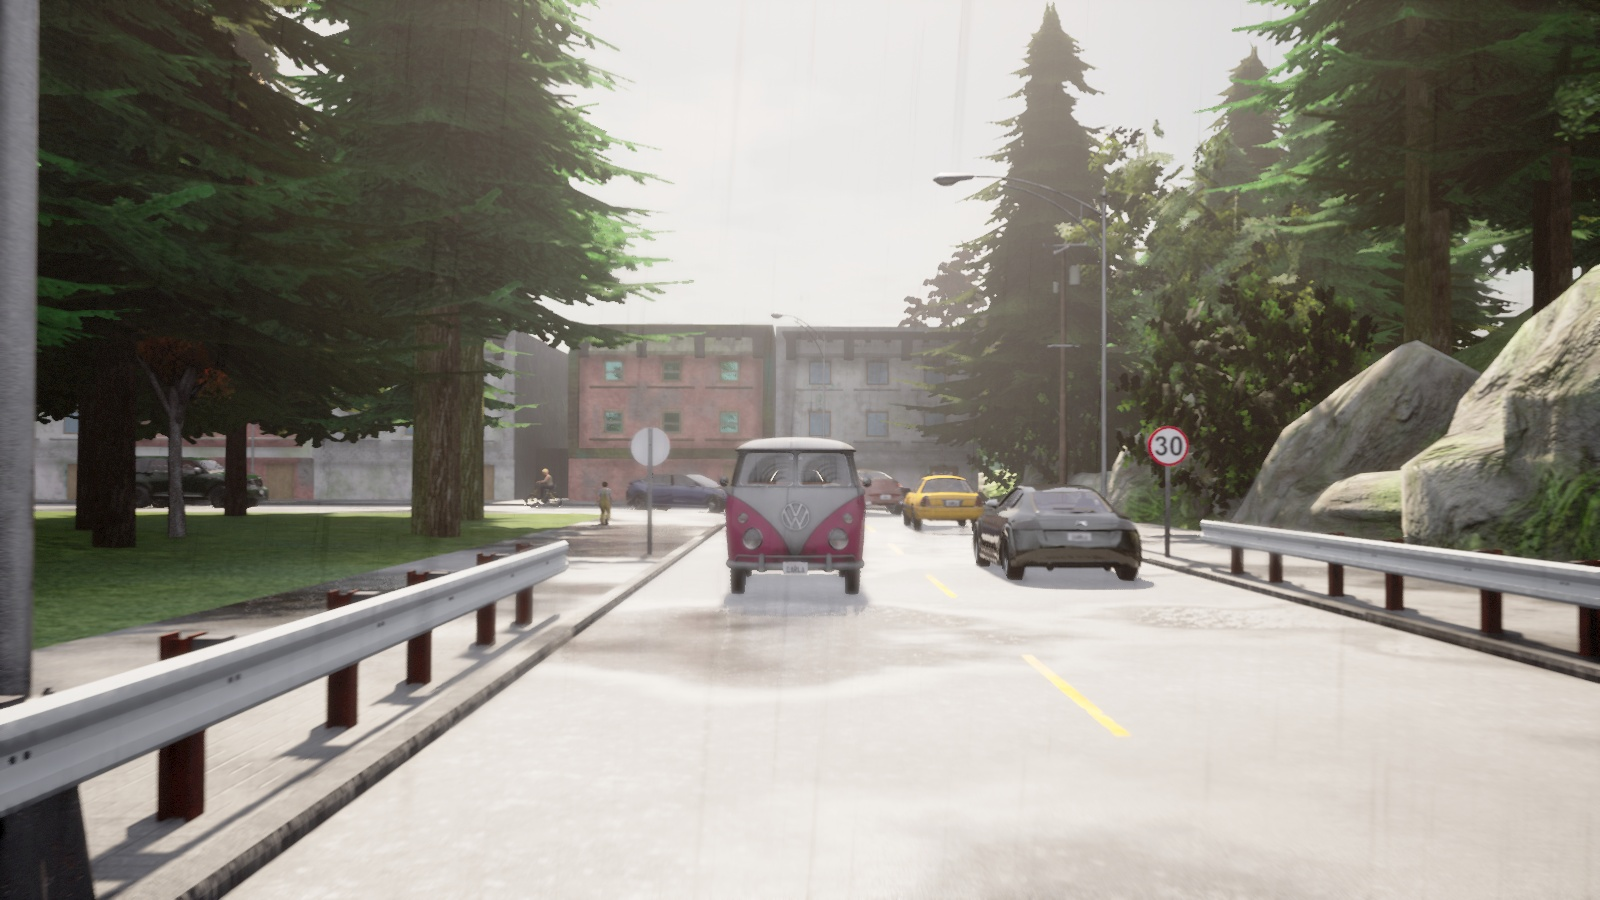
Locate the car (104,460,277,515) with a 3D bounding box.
[{"bbox_3d":[-23.336,1.435,48.229,5.566,2.045,2.150,0,-1,0],"label":"car"}]

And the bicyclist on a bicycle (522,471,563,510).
[{"bbox_3d":[-10.699,1.667,52.139,1.509,1.612,0.866,0,-1,1],"label":"bicyclist on a bicycle"}]

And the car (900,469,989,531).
[{"bbox_3d":[3.893,1.317,34.570,1.801,1.575,5.366,0,-1,0],"label":"car"}]

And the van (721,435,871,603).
[{"bbox_3d":[-0.054,0.855,17.125,1.775,1.987,4.442,0,-1,0],"label":"van"}]

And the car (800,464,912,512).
[{"bbox_3d":[1.984,1.365,46.439,2.152,1.651,5.027,0,-1,-24],"label":"car"}]

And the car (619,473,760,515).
[{"bbox_3d":[-4.130,1.619,47.012,4.792,1.488,2.163,-1,-1,22],"label":"car"}]

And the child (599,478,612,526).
[{"bbox_3d":[-5.193,1.387,33.534,0.270,1.263,0.437,0,-1,-1],"label":"child"}]

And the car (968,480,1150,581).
[{"bbox_3d":[3.938,1.195,19.857,1.994,1.385,4.181,0,-1,0],"label":"car"}]
